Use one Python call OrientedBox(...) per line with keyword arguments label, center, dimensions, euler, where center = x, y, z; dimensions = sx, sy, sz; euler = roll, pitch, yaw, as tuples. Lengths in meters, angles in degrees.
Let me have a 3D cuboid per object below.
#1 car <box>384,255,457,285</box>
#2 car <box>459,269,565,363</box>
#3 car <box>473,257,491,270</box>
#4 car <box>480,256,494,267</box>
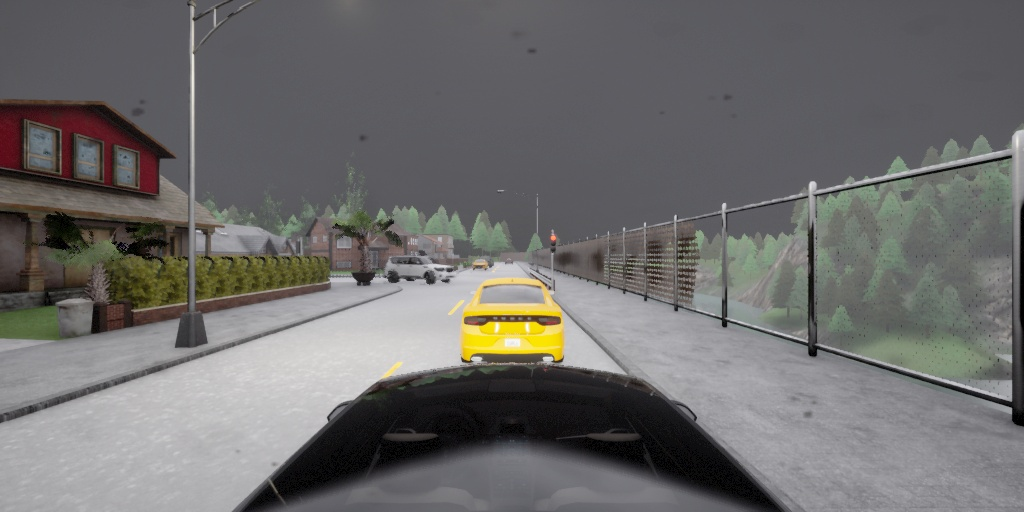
OrientedBox(label="car", center=(-6.723, 0.974, 26.098), dimensions=(5.566, 2.045, 2.150), euler=(0, -1, 25))
OrientedBox(label="car", center=(0.005, 1.228, 8.183), dimensions=(1.882, 1.535, 5.008), euler=(0, 0, 0))
OrientedBox(label="car", center=(-4.523, 1.227, 51.442), dimensions=(1.882, 1.535, 5.008), euler=(0, 0, 0))
OrientedBox(label="car", center=(-4.589, 0.971, 61.386), dimensions=(2.150, 2.045, 5.566), euler=(0, 0, 0))
